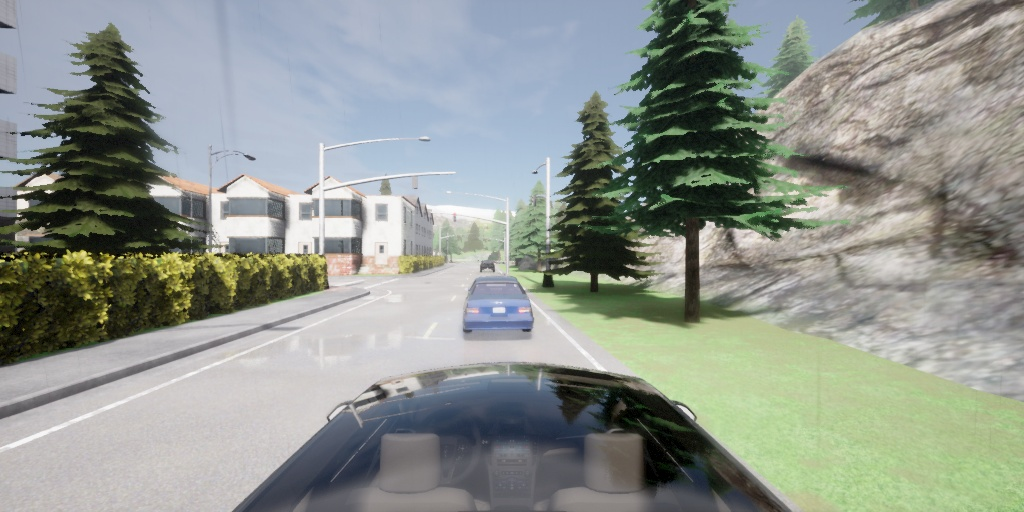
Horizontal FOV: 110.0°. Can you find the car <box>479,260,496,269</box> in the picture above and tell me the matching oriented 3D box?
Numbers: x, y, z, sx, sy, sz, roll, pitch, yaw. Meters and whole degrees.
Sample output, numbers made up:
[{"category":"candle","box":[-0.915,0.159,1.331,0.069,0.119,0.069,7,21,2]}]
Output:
[{"category":"car","box":[-3.112,1.255,45.314,1.837,1.490,4.892,0,0,-4]}]

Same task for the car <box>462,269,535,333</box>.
[{"category":"car","box":[-0.478,1.297,10.777,2.033,1.411,5.357,0,0,-4]}]
